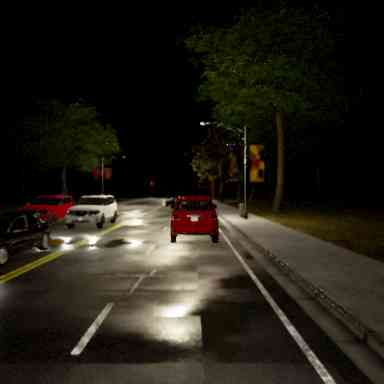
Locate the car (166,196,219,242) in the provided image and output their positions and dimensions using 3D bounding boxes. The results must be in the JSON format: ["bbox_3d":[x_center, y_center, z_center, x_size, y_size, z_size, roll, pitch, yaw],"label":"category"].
[{"bbox_3d":[0.106,1.216,16.423,2.150,2.045,5.566,0,0,0],"label":"car"}]

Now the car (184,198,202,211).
[{"bbox_3d":[0.114,1.541,41.543,2.033,1.411,5.357,0,0,0],"label":"car"}]

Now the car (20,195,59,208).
[{"bbox_3d":[-9.742,1.216,22.710,2.150,2.045,5.566,0,0,0],"label":"car"}]

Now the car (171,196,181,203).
[{"bbox_3d":[-3.228,1.557,68.006,1.994,1.385,4.181,0,0,0],"label":"car"}]

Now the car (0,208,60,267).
[{"bbox_3d":[-6.535,1.501,11.452,1.837,1.490,4.892,0,0,0],"label":"car"}]

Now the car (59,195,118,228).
[{"bbox_3d":[-6.513,1.216,22.239,2.150,2.045,5.566,0,0,0],"label":"car"}]
